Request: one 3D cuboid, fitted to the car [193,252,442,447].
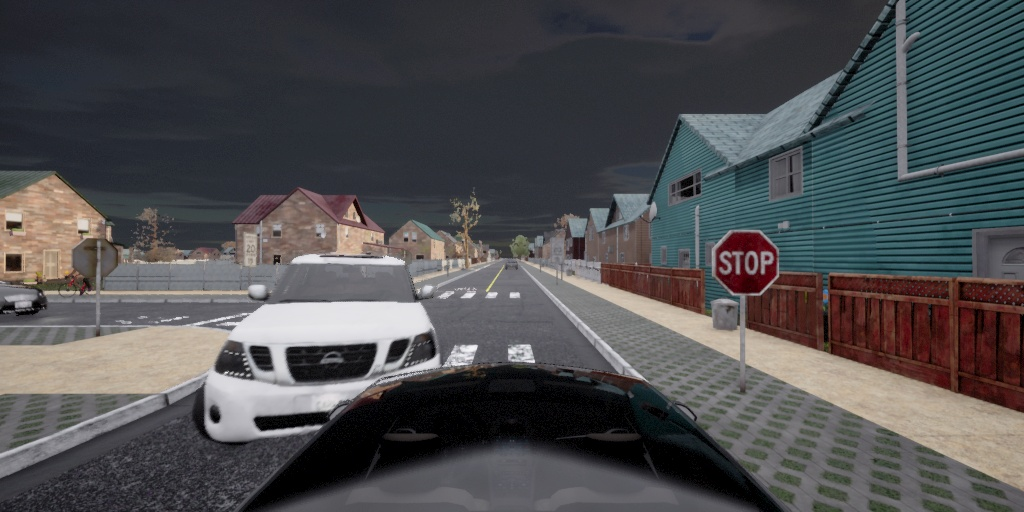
[{"bbox_3d":[-2.601,0.974,5.853,2.150,2.045,5.566,2,-1,-20],"label":"car"}]

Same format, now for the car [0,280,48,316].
[{"bbox_3d":[-17.442,1.224,10.992,4.902,1.511,2.128,0,-1,-1],"label":"car"}]

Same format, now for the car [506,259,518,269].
[{"bbox_3d":[-0.065,1.269,56.426,2.128,1.511,4.902,0,0,0],"label":"car"}]

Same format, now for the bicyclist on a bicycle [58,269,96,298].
[{"bbox_3d":[-20.257,1.098,16.822,0.582,1.620,1.656,0,0,-1],"label":"bicyclist on a bicycle"}]
